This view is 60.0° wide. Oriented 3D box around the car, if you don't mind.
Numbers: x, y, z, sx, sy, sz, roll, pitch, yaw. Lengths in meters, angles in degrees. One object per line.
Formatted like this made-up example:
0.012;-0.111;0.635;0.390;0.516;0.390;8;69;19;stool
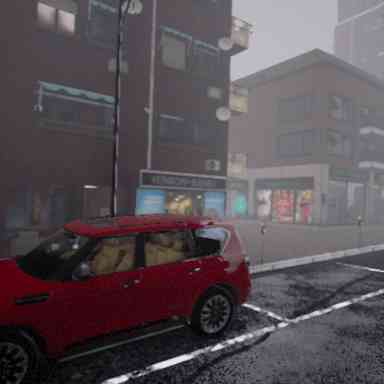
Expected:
-1.256;1.337;5.167;5.009;1.841;2.192;1;1;-35;car
